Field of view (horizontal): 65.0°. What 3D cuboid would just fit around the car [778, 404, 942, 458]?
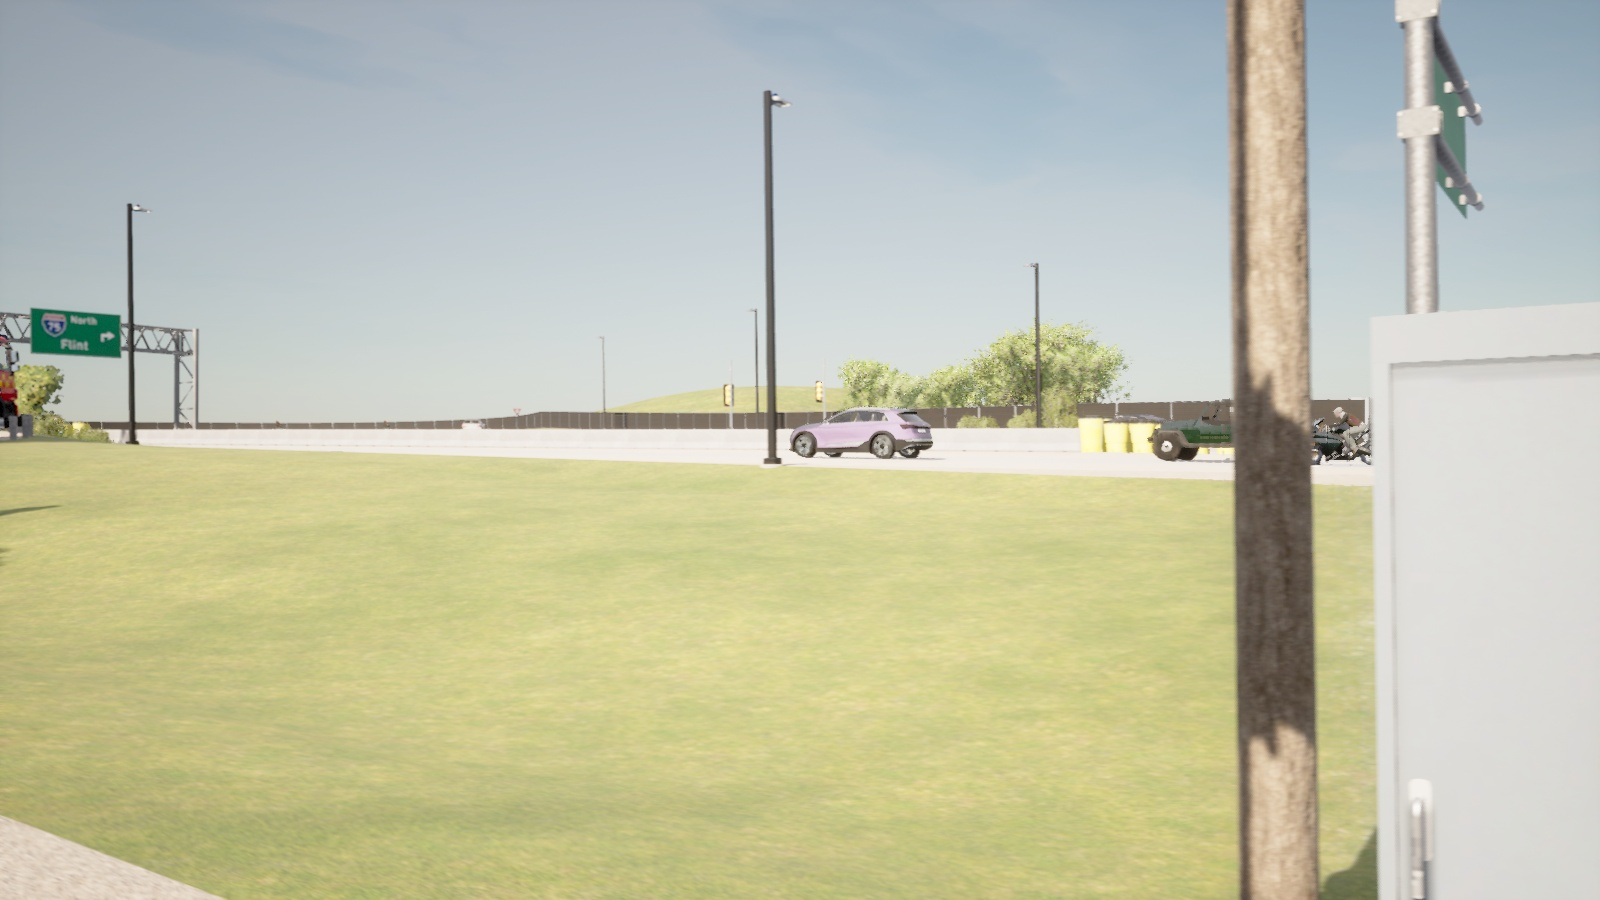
[{"bbox_3d":[1.890,-0.583,40.211,4.856,1.649,2.033,0,1,34],"label":"car"}]

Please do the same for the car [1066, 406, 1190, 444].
[{"bbox_3d":[13.805,-1.051,53.109,2.128,1.511,4.902,-2,2,-33],"label":"car"}]

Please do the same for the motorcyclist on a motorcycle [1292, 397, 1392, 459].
[{"bbox_3d":[13.828,-0.556,32.067,2.191,1.530,0.866,0,1,34],"label":"motorcyclist on a motorcycle"}]

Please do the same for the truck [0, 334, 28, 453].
[{"bbox_3d":[-26.697,-1.682,37.604,2.891,3.827,8.468,-1,2,-9],"label":"truck"}]

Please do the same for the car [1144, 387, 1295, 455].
[{"bbox_3d":[12.432,-0.827,37.252,3.866,1.878,1.905,0,1,34],"label":"car"}]
